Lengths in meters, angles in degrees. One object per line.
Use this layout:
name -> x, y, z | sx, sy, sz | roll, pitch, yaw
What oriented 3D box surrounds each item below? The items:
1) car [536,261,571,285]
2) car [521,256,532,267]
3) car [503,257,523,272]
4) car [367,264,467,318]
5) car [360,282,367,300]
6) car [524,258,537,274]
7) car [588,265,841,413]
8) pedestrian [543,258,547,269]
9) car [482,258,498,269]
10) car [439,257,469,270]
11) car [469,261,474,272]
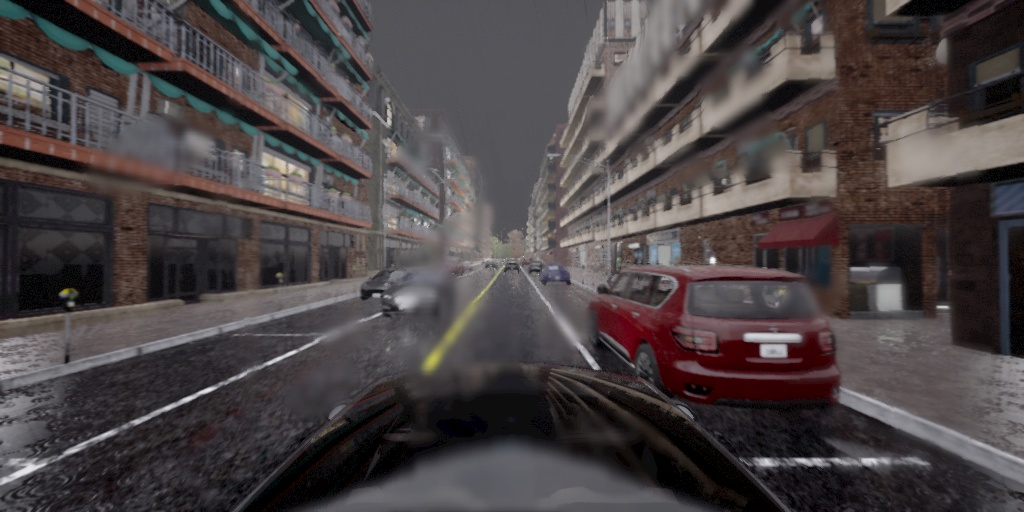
car -> 2.994, 1.231, 25.498 | 1.812, 1.442, 4.674 | 0, 0, 0
car -> 2.676, 0.956, 61.773 | 2.192, 1.841, 5.009 | 0, 0, 0
car -> 0.024, 1.179, 43.470 | 1.837, 1.490, 4.892 | 0, 1, 0
car -> -3.100, 1.221, 12.902 | 2.128, 1.511, 4.902 | 0, 0, 0
car -> -5.694, 1.286, 17.262 | 1.948, 1.339, 4.313 | 0, 0, 0
car -> 2.682, 1.245, 39.501 | 1.948, 1.339, 4.313 | 0, 0, 0
car -> 2.690, 1.056, 6.094 | 2.192, 1.841, 5.009 | 0, 0, 0
pedestrian -> 2.587, 0.993, 28.326 | 0.375, 1.860, 0.375 | 1, -1, -3
car -> -3.059, 1.256, 53.415 | 1.895, 1.301, 4.718 | 0, 0, 1
car -> -5.698, 1.004, 33.964 | 2.192, 1.841, 5.009 | 0, 0, 0
car -> -5.700, 1.251, 45.101 | 1.802, 1.307, 4.207 | 0, 0, 0
